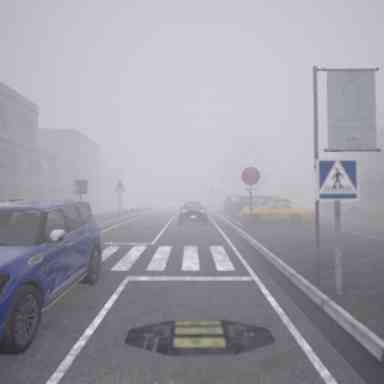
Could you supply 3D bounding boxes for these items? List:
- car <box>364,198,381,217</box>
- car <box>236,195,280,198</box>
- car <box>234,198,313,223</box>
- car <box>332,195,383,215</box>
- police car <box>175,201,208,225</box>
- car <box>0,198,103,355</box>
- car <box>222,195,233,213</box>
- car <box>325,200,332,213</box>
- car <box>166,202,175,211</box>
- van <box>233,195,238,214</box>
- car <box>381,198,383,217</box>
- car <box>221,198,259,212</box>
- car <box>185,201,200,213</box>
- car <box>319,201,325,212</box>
[{"bbox_3d":[18.691,1.508,29.557,5.366,1.575,1.946,0,-1,0],"label":"car"},{"bbox_3d":[6.283,1.355,27.569,4.553,1.767,2.185,0,-1,0],"label":"car"},{"bbox_3d":[6.091,1.445,24.649,5.366,1.575,1.946,0,-1,0],"label":"car"},{"bbox_3d":[18.431,1.358,35.276,5.566,2.045,2.435,0,-1,-1],"label":"car"},{"bbox_3d":[0.069,1.468,24.000,2.038,1.542,4.974,0,-1,0],"label":"police car"},{"bbox_3d":[-3.352,1.181,6.372,2.150,2.045,5.566,0,0,0],"label":"car"},{"bbox_3d":[6.200,1.389,36.799,5.566,2.045,2.435,0,-1,-1],"label":"car"},{"bbox_3d":[18.418,1.674,38.062,4.892,1.521,2.231,0,-1,-1],"label":"car"},{"bbox_3d":[-3.411,2.436,56.389,1.812,1.442,4.674,0,-3,0],"label":"car"},{"bbox_3d":[6.344,1.301,30.608,4.442,1.987,1.878,0,-1,0],"label":"van"},{"bbox_3d":[18.711,1.472,26.896,5.366,1.575,1.946,0,-1,0],"label":"car"},{"bbox_3d":[6.127,1.658,42.748,4.553,1.767,2.185,0,-1,-1],"label":"car"},{"bbox_3d":[0.010,1.878,42.484,1.812,1.442,4.674,0,-2,0],"label":"car"},{"bbox_3d":[18.362,1.485,40.736,5.566,2.045,2.435,0,-1,-1],"label":"car"}]
